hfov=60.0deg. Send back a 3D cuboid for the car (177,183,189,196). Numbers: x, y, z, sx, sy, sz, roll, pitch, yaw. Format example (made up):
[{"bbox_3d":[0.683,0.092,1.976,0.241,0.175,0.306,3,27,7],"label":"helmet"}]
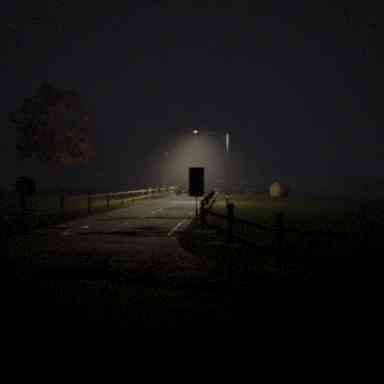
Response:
[{"bbox_3d":[-1.084,-0.453,53.802,2.150,2.045,5.566,1,2,6],"label":"car"}]
